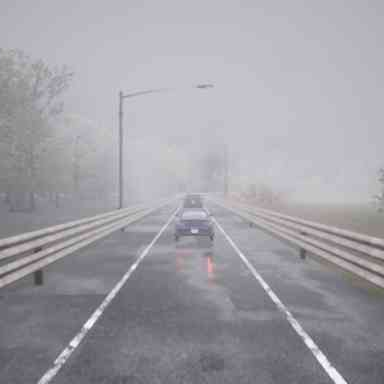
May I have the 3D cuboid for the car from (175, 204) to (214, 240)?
[{"bbox_3d":[0.108,1.527,16.790,1.812,1.442,4.674,0,0,0],"label":"car"}]

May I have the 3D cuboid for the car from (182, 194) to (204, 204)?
[{"bbox_3d":[0.124,1.221,37.294,2.150,2.045,5.566,0,0,0],"label":"car"}]
